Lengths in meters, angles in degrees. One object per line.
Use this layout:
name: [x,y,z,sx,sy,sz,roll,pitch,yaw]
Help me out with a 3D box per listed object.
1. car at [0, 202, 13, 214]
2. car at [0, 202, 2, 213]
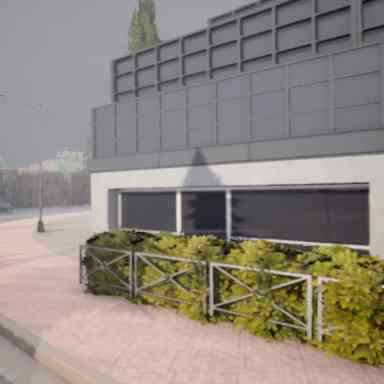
car: [-24.328,2.008,40.973,1.837,1.490,4.892,-1,-1,10]
car: [-27.427,2.051,43.341,1.837,1.490,4.892,-1,-1,13]
